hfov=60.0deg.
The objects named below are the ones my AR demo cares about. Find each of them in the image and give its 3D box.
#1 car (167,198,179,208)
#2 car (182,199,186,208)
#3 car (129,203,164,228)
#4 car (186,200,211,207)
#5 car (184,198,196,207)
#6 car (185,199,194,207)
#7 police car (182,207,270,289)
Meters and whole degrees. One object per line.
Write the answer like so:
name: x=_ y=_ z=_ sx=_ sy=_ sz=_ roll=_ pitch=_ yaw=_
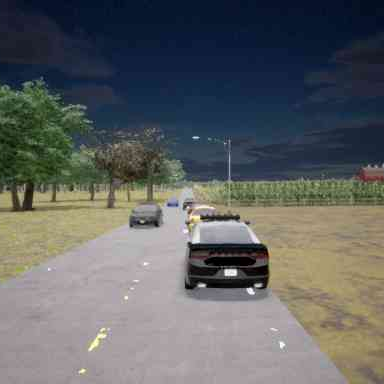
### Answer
car: x=-3.135 y=1.771 z=55.086 sx=1.882 sy=1.535 sz=5.008 roll=0 pitch=0 yaw=0
car: x=-0.313 y=1.723 z=46.235 sx=1.837 sy=1.490 sz=4.892 roll=0 pitch=-1 yaw=0
car: x=-3.005 y=1.523 z=22.546 sx=1.882 sy=1.535 sz=5.008 roll=0 pitch=0 yaw=0
car: x=0.691 y=1.488 z=19.383 sx=1.801 sy=1.575 sz=5.366 roll=0 pitch=0 yaw=0
car: x=-0.421 y=1.879 z=60.059 sx=2.033 sy=1.411 sz=5.357 roll=0 pitch=0 yaw=0
car: x=0.650 y=1.537 z=25.197 sx=1.882 sy=1.535 sz=5.008 roll=0 pitch=0 yaw=0
police car: x=0.762 y=1.430 z=9.301 sx=1.930 sy=1.638 sz=5.238 roll=0 pitch=0 yaw=0
